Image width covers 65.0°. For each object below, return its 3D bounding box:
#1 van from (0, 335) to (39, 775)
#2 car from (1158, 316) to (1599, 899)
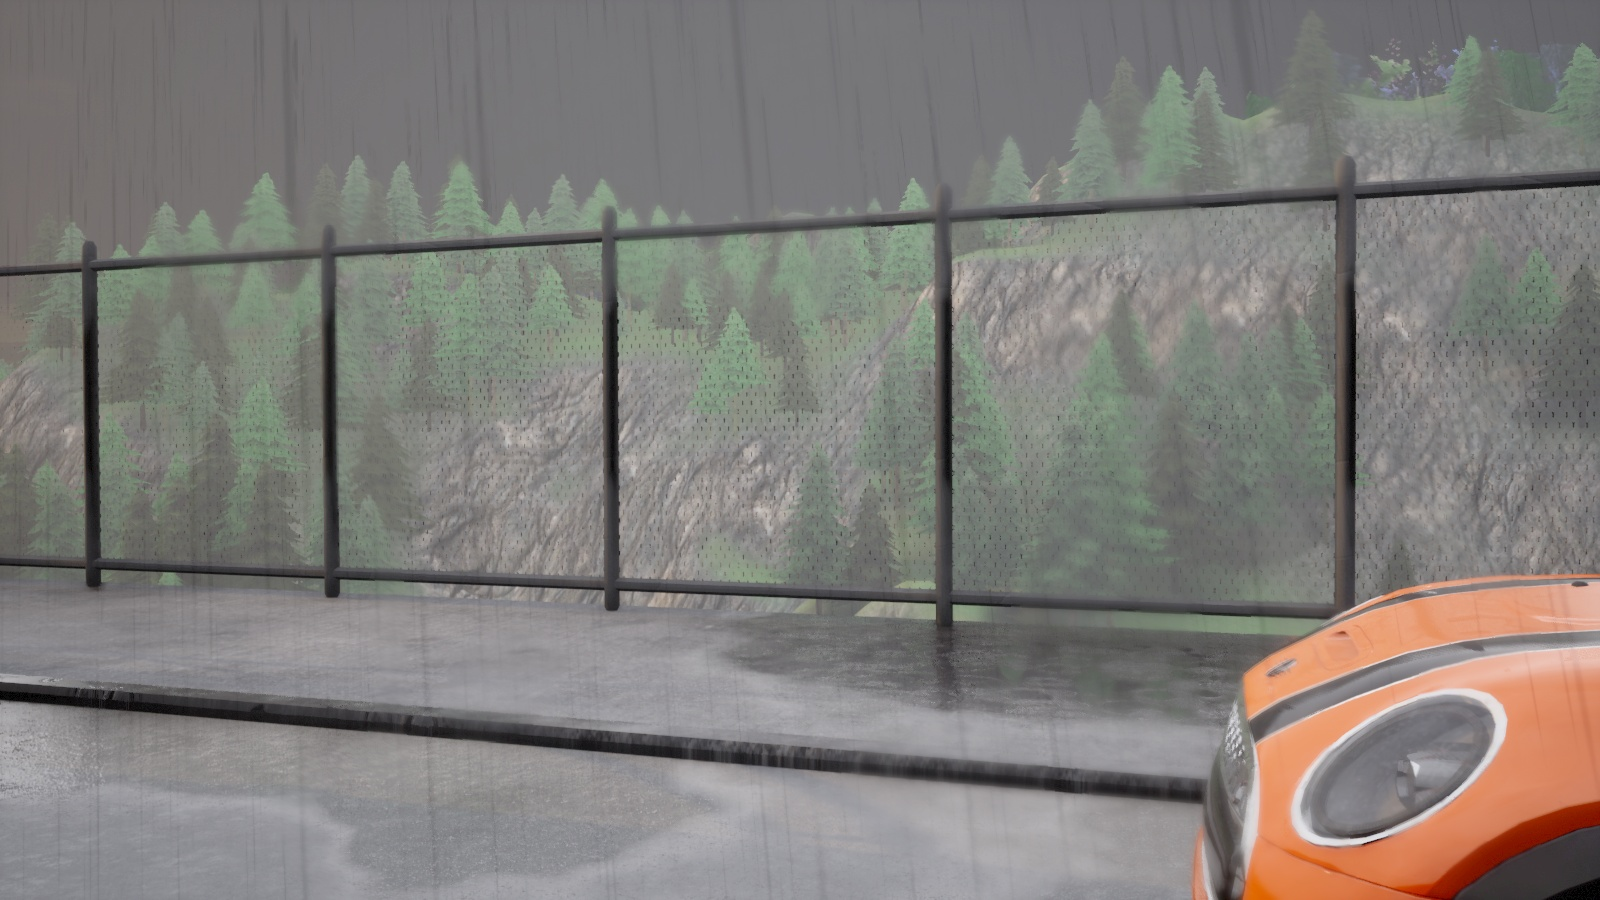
[{"bbox_3d":[-5.935,0.466,5.712,4.442,1.987,1.775,1,1,19],"label":"van"},{"bbox_3d":[3.172,0.654,2.652,4.553,1.767,2.097,1,1,19],"label":"car"}]
